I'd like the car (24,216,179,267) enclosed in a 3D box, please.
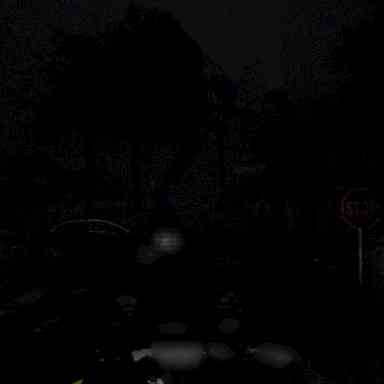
[{"bbox_3d":[-2.878,1.543,10.969,4.902,1.511,2.128,0,0,-1],"label":"car"}]

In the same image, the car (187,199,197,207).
[{"bbox_3d":[-0.011,2.193,66.806,1.837,1.490,4.892,0,-1,0],"label":"car"}]

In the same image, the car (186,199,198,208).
[{"bbox_3d":[0.085,2.096,56.928,1.994,1.385,4.181,0,-1,0],"label":"car"}]
